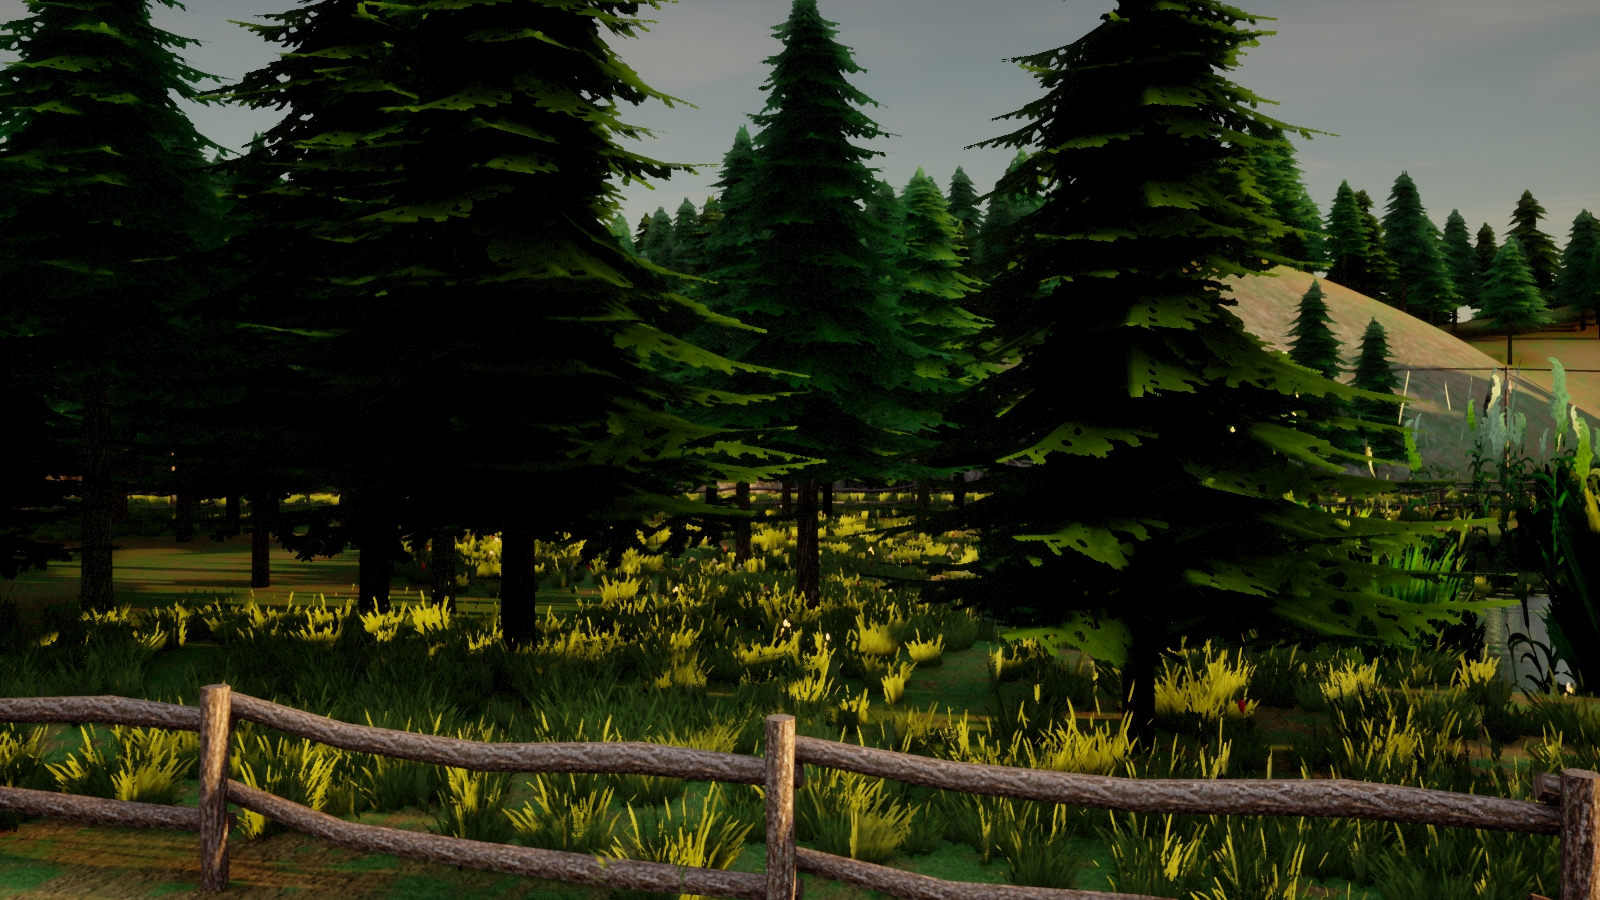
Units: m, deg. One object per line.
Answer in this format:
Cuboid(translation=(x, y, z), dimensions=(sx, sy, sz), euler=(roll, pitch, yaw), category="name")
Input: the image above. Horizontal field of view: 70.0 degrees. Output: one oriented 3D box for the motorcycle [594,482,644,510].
Cuboid(translation=(-8.573, 2.178, 54.111), dimensions=(2.209, 1.251, 0.867), euler=(0, 0, 14), category="motorcycle")
